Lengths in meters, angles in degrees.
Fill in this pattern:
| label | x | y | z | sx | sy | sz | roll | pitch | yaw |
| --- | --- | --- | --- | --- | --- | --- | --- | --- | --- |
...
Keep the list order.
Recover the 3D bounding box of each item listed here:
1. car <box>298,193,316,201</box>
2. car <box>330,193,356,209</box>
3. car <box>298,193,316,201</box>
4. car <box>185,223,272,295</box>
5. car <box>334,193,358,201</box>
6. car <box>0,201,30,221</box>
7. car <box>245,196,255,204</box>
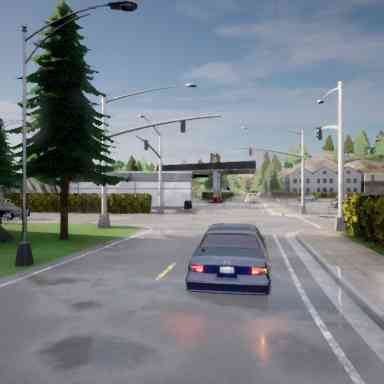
| label | x | y | z | sx | sy | sz | roll | pitch | yaw |
| --- | --- | --- | --- | --- | --- | --- | --- | --- | --- |
| car | 26.214 | 1.361 | 76.091 | 3.806 | 1.475 | 1.970 | 0 | 0 | 10 |
| car | 20.262 | 1.330 | 42.355 | 5.027 | 1.636 | 2.152 | 0 | 0 | 10 |
| car | 27.398 | 1.077 | 79.257 | 3.866 | 1.878 | 1.905 | 0 | 0 | 10 |
| car | 1.093 | 1.547 | 8.884 | 2.033 | 1.411 | 5.357 | 0 | 0 | 10 |
| car | 34.568 | 1.097 | 74.643 | 4.605 | 1.855 | 1.932 | 0 | 0 | 10 |
| car | -15.737 | 1.492 | 27.210 | 4.902 | 1.511 | 2.128 | 0 | 0 | 10 |
| car | 11.231 | 1.526 | 64.763 | 1.812 | 1.442 | 4.674 | 0 | 0 | 10 |
